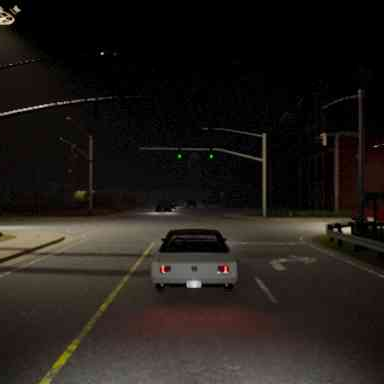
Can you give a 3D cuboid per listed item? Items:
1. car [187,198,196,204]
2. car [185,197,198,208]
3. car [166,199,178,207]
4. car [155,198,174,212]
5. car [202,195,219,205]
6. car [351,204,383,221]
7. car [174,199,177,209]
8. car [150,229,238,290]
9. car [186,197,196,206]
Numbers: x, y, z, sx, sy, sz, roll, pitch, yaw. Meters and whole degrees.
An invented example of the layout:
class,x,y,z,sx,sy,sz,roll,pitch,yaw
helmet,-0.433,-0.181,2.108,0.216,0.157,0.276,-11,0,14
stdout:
class,x,y,z,sx,sy,sz,roll,pitch,yaw
car,-0.183,2.059,79.563,2.033,1.411,5.357,0,0,0
car,-0.129,1.943,56.337,1.837,1.490,4.892,0,0,0
car,-3.707,1.985,61.784,1.837,1.490,4.892,0,0,0
car,-3.696,1.863,43.737,1.812,1.442,4.674,0,-1,0
car,3.997,1.705,72.119,1.905,1.878,3.866,-7,3,-42
car,15.067,1.706,25.953,5.008,1.535,1.882,0,0,1
car,-3.709,1.762,52.641,2.097,1.767,4.553,0,0,0
car,0.055,1.674,9.246,1.895,1.301,4.718,0,0,0
car,-0.162,1.901,70.335,2.097,1.767,4.553,0,0,0
